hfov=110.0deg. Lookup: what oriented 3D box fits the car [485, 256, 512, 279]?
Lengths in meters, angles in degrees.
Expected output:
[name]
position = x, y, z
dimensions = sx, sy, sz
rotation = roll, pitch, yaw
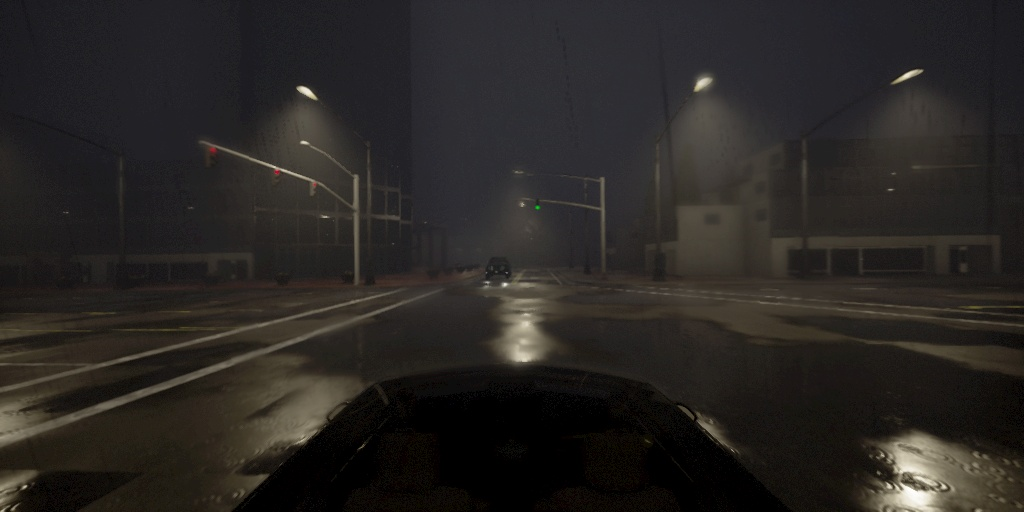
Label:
[car]
position = -1.224, 1.070, 34.616
dimensions = 2.150, 2.045, 5.566
rotation = -1, 0, 3
